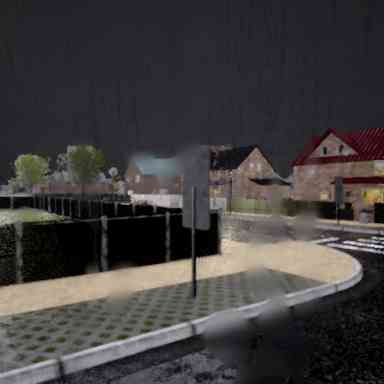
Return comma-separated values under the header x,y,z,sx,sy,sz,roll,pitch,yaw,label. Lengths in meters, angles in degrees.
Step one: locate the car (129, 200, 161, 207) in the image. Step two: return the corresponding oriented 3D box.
x,y,z,sx,sy,sz,roll,pitch,yaw,label
-4.099,1.391,28.771,1.994,1.385,4.181,0,0,-36,car
